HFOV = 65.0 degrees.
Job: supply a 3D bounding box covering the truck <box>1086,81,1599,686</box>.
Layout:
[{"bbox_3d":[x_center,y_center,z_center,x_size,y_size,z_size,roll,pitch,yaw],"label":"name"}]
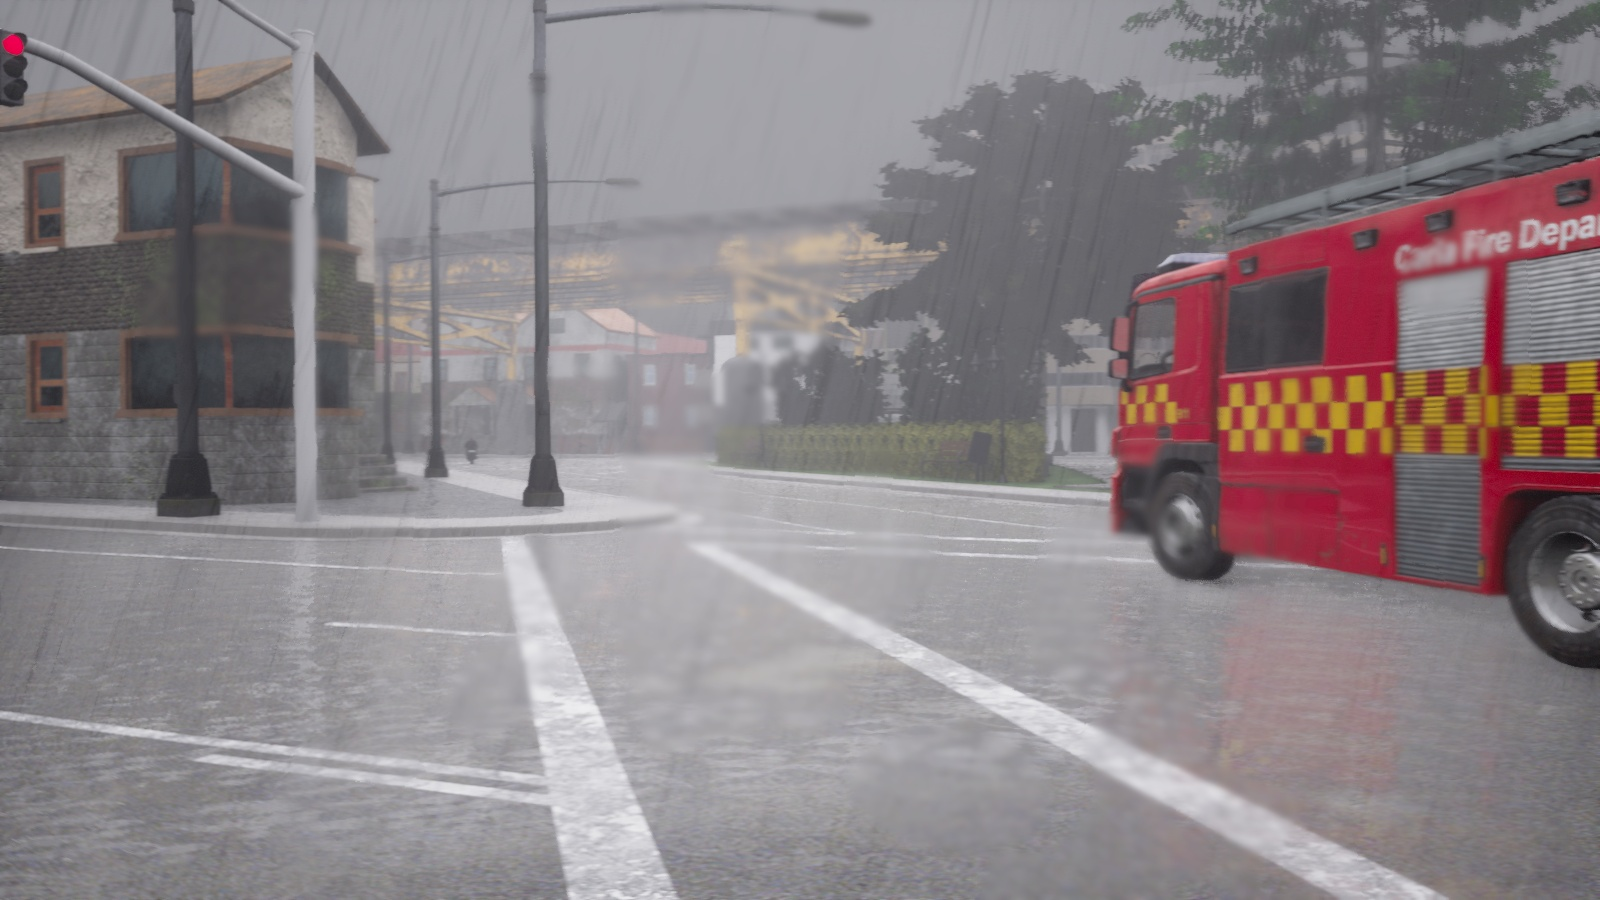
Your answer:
[{"bbox_3d":[5.792,-0.461,11.289,2.891,3.827,8.468,0,1,-13],"label":"truck"}]
